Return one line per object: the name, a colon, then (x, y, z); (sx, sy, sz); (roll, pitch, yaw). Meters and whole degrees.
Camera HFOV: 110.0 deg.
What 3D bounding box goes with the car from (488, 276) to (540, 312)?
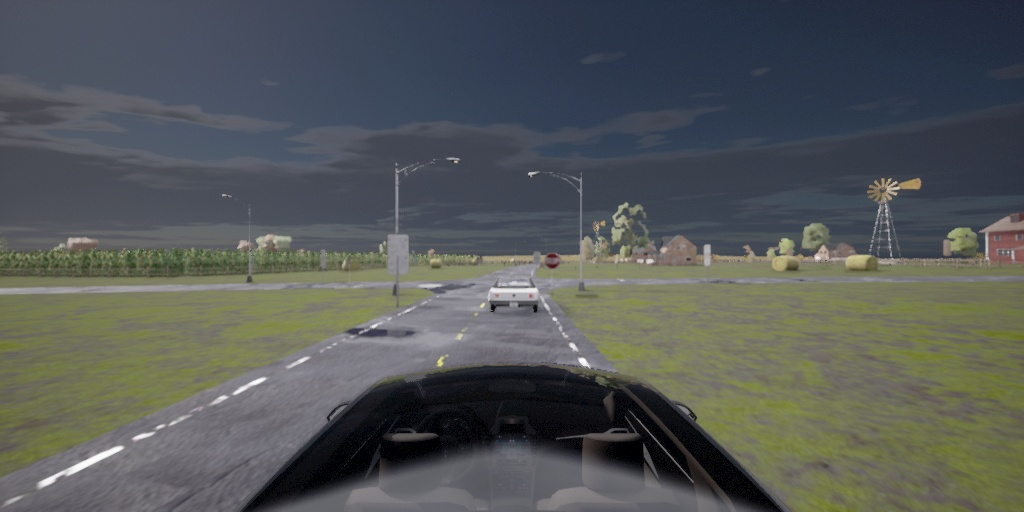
car: (0.094, 1.485, 15.062); (1.895, 1.301, 4.718); (0, -1, 1)
